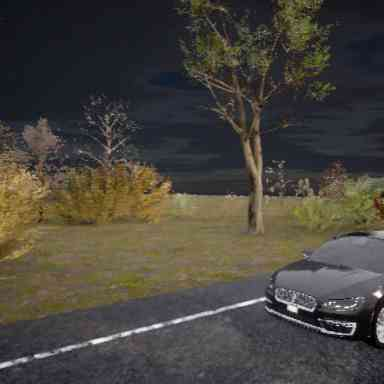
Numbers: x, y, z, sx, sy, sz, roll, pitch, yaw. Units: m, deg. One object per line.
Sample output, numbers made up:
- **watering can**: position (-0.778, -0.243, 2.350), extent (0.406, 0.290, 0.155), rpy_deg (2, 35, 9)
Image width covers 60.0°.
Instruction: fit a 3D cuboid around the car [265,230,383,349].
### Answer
- **car**: position (3.523, 1.557, 6.433), extent (4.892, 1.490, 1.837), rpy_deg (1, -1, -35)
